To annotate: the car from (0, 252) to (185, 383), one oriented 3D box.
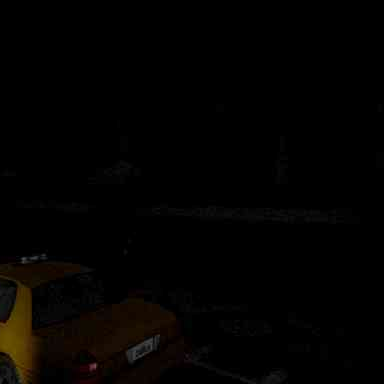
[{"bbox_3d":[-2.362,1.525,4.650,4.829,1.417,1.752,0,0,36],"label":"car"}]
